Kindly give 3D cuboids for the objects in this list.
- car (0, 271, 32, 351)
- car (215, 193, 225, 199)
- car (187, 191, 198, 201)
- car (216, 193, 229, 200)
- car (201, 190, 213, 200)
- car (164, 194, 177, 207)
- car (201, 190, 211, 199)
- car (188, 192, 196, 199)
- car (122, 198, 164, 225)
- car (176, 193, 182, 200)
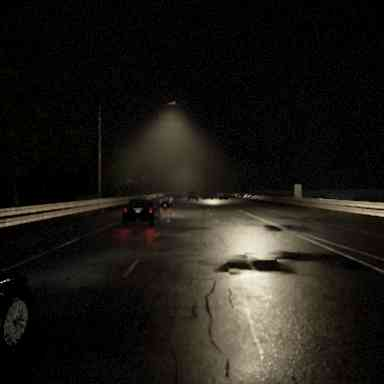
[{"bbox_3d":[-3.398,1.469,3.243,2.128,1.511,4.902,0,0,0],"label":"car"},{"bbox_3d":[7.057,0.939,84.508,2.033,1.411,5.357,0,0,0],"label":"car"},{"bbox_3d":[0.144,0.851,69.033,2.150,2.045,5.566,0,-1,0],"label":"car"},{"bbox_3d":[7.051,1.199,74.535,1.895,1.301,4.718,0,0,0],"label":"car"},{"bbox_3d":[3.551,0.960,74.476,2.097,1.767,4.553,0,0,0],"label":"car"},{"bbox_3d":[-3.373,1.362,44.359,1.895,1.301,4.718,0,0,0],"label":"car"},{"bbox_3d":[3.557,0.624,84.539,2.150,2.045,5.566,0,0,0],"label":"car"},{"bbox_3d":[0.056,0.921,84.684,2.097,1.767,4.553,0,0,0],"label":"car"},{"bbox_3d":[-3.386,1.221,22.973,2.097,1.767,4.553,0,0,0],"label":"car"},{"bbox_3d":[-3.447,1.066,79.512,1.882,1.535,5.008,0,0,0],"label":"car"}]
